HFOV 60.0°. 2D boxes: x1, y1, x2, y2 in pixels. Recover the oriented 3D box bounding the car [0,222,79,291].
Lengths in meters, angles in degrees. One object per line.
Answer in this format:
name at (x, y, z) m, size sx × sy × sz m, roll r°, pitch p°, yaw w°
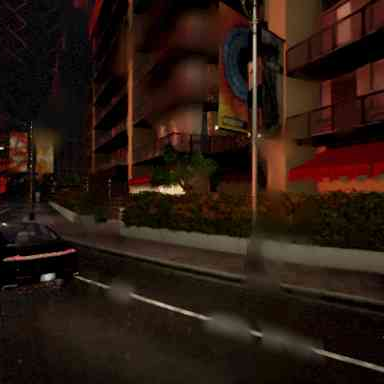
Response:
car at (-4.665, 1.505, 8.400) m, size 4.902 × 1.511 × 2.128 m, roll 0°, pitch 0°, yaw 44°
